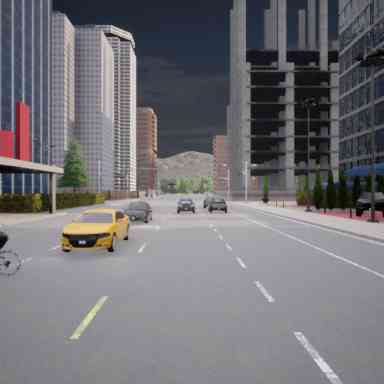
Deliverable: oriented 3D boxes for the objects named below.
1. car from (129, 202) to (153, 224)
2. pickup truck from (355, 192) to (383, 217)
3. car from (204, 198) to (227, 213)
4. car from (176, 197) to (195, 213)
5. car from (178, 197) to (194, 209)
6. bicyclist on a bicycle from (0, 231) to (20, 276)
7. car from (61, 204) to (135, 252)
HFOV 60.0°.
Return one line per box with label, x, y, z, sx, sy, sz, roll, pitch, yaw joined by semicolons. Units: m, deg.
car;-4.002;1.503;24.784;1.837;1.490;4.892;0;0;-1
pickup truck;16.030;1.059;29.562;2.390;2.098;6.274;0;0;29
car;2.811;1.491;37.185;2.128;1.511;4.902;0;0;-1
car;-0.634;1.526;36.084;1.812;1.442;4.674;0;0;-1
car;-0.859;1.491;46.024;2.128;1.511;4.902;0;0;-1
bicyclist on a bicycle;-5.385;1.455;8.791;1.656;1.620;0.582;-2;0;-1
car;-3.860;1.478;14.037;1.882;1.535;5.008;0;0;-1
